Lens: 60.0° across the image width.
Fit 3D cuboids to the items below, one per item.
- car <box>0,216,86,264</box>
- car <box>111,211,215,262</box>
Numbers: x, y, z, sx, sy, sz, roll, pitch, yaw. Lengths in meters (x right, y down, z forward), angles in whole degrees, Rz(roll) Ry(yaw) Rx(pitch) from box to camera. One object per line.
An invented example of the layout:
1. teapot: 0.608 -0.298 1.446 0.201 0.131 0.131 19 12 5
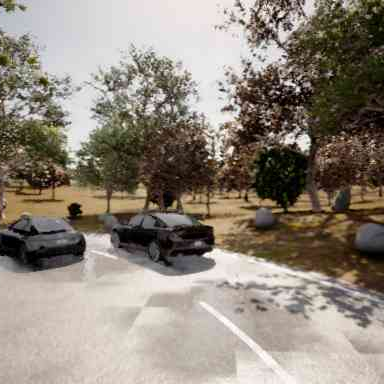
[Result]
1. car: -5.552 1.571 12.002 1.994 1.385 4.181 0 0 -45
2. car: -1.271 1.431 12.109 1.882 1.535 5.008 0 0 -36
